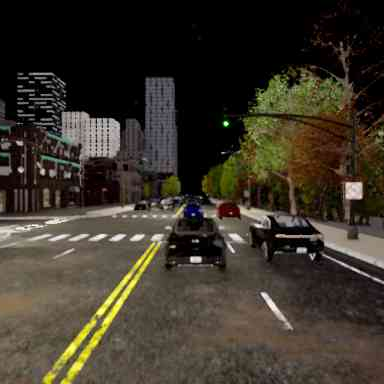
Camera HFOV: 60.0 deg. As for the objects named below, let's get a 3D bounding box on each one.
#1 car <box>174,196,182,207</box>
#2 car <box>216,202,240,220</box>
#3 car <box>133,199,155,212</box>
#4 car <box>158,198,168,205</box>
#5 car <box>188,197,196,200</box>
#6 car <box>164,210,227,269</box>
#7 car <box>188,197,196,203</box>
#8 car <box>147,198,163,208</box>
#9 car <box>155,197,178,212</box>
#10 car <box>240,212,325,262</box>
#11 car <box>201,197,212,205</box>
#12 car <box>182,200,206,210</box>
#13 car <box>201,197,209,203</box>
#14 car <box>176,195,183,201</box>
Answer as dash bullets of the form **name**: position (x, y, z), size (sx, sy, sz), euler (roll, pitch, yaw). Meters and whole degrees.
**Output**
- **car**: position (-3.278, 1.967, 61.115), size (1.837, 1.490, 4.892), euler (0, -1, 1)
- **car**: position (3.355, 1.716, 31.212), size (1.882, 1.535, 5.008), euler (0, 0, 0)
- **car**: position (-6.578, 1.904, 44.704), size (1.994, 1.385, 4.181), euler (0, 0, 0)
- **car**: position (-6.485, 2.075, 74.315), size (1.812, 1.442, 4.674), euler (0, 0, 0)
- **car**: position (0.012, 2.060, 72.232), size (2.128, 1.511, 4.902), euler (0, 0, 0)
- **car**: position (0.102, 1.595, 11.439), size (1.837, 1.490, 4.892), euler (0, 0, 0)
- **car**: position (0.015, 1.976, 82.652), size (1.812, 1.442, 4.674), euler (0, 0, 0)
- **car**: position (-6.543, 1.938, 59.186), size (2.128, 1.511, 4.902), euler (0, 0, 0)
- **car**: position (-3.330, 1.829, 44.447), size (2.128, 1.511, 4.902), euler (0, 0, 0)
- **car**: position (3.354, 1.589, 12.577), size (2.128, 1.511, 4.902), euler (0, 0, 0)
- **car**: position (3.263, 2.091, 72.648), size (1.994, 1.385, 4.181), euler (0, 0, 0)
- **car**: position (0.107, 1.761, 30.674), size (1.812, 1.442, 4.674), euler (0, 0, 0)
- **car**: position (3.265, 1.951, 82.652), size (1.837, 1.490, 4.892), euler (0, 0, 0)
- **car**: position (-3.234, 1.783, 76.183), size (2.150, 2.045, 5.566), euler (0, 0, 0)
